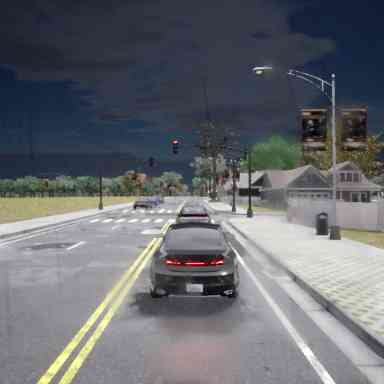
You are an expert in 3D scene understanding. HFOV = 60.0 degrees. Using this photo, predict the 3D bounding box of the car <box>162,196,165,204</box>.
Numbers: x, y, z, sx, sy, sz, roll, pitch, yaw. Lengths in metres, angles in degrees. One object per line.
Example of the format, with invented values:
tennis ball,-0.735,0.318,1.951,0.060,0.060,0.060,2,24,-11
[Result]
car,-6.603,1.355,65.693,2.097,1.767,4.553,0,0,0

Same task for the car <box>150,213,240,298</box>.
car,0.075,1.510,8.500,1.837,1.490,4.892,0,0,1

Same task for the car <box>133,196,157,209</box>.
car,-6.622,1.555,45.537,2.033,1.411,5.357,0,0,4

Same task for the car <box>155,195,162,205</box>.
car,-6.643,1.481,55.388,1.882,1.535,5.008,0,0,0

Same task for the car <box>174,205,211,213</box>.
car,0.055,1.501,18.770,2.128,1.511,4.902,0,0,-2
